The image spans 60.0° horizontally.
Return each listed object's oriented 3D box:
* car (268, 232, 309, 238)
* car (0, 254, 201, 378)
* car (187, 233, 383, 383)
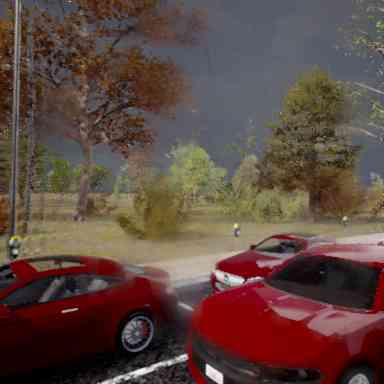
[{"bbox_3d":[2.363,1.644,7.773,4.206,1.307,1.802,1,0,-35],"label":"car"},{"bbox_3d":[-2.144,1.590,4.559,4.206,1.307,1.802,1,0,-35],"label":"car"},{"bbox_3d":[2.251,1.521,4.677,5.008,1.535,1.882,1,0,-35],"label":"car"}]
